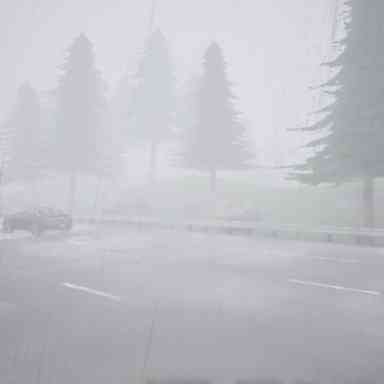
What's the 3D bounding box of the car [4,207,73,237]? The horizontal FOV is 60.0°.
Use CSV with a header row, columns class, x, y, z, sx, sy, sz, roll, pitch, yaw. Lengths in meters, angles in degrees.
class,x,y,z,sx,sy,sz,roll,pitch,yaw
car,-8.726,1.586,18.750,4.902,1.511,2.128,0,0,36
